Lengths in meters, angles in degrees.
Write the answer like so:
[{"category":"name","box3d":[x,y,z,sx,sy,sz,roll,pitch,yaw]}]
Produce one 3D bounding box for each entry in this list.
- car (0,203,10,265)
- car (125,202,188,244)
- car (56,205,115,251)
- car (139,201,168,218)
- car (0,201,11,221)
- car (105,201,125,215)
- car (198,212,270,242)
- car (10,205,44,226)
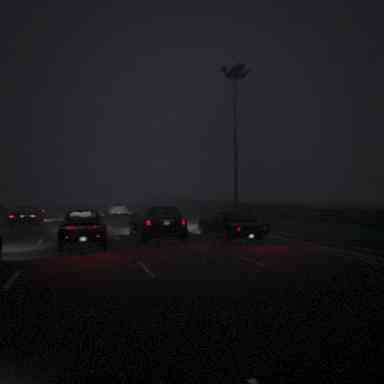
[{"category":"car","box3d":[-6.242,1.267,7.983,2.150,2.045,5.566,0,0,-18]},{"category":"car","box3d":[-1.815,1.402,16.566,2.097,1.767,4.553,0,0,-19]},{"category":"car","box3d":[-4.819,1.543,14.564,2.128,1.511,4.902,0,-1,-19]},{"category":"car","box3d":[-3.845,1.662,32.786,1.994,1.385,4.181,0,0,-19]},{"category":"car","box3d":[-17.415,1.616,29.171,1.882,1.535,5.008,0,0,-19]},{"category":"car","box3d":[-7.341,1.635,32.155,1.812,1.442,4.674,0,0,-20]},{"category":"car","box3d":[1.862,1.636,16.671,1.895,1.301,4.718,0,0,-19]},{"category":"car","box3d":[-11.983,1.654,24.254,2.033,1.411,5.357,0,0,-19]}]
